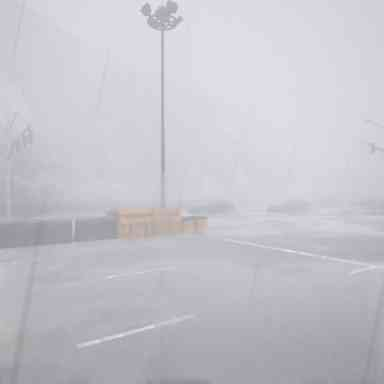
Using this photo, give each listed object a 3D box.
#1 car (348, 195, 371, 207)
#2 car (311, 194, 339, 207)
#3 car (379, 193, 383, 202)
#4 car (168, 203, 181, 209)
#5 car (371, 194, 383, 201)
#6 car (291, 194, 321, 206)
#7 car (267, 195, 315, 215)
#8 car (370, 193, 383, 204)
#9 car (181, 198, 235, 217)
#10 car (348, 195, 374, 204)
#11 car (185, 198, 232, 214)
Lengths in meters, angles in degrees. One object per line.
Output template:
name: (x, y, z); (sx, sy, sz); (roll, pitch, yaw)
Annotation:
car: (24.080, 1.295, 47.059); (5.008, 1.535, 1.882); (0, 0, -36)
car: (19.275, 1.337, 47.926); (4.892, 1.490, 1.837); (0, 0, -36)
car: (39.705, 1.066, 66.800); (4.553, 1.767, 2.097); (0, 0, -36)
car: (-0.362, 1.529, 38.173); (4.718, 1.301, 1.895); (0, 0, -36)
car: (26.539, 1.166, 44.515); (4.553, 1.767, 2.097); (0, 0, -36)
car: (17.479, 1.182, 50.942); (4.553, 1.767, 2.097); (0, 0, -36)
car: (9.366, 1.388, 32.224); (5.008, 1.535, 1.882); (0, 0, -36)
car: (33.181, 1.109, 57.801); (4.553, 1.767, 2.097); (0, 0, -35)
car: (1.815, 1.417, 31.122); (5.008, 1.535, 1.882); (0, 0, -36)
car: (30.615, 1.252, 60.257); (4.902, 1.511, 2.128); (0, 0, -35)
car: (1.812, 1.433, 35.425); (4.892, 1.490, 1.837); (0, 0, -36)
